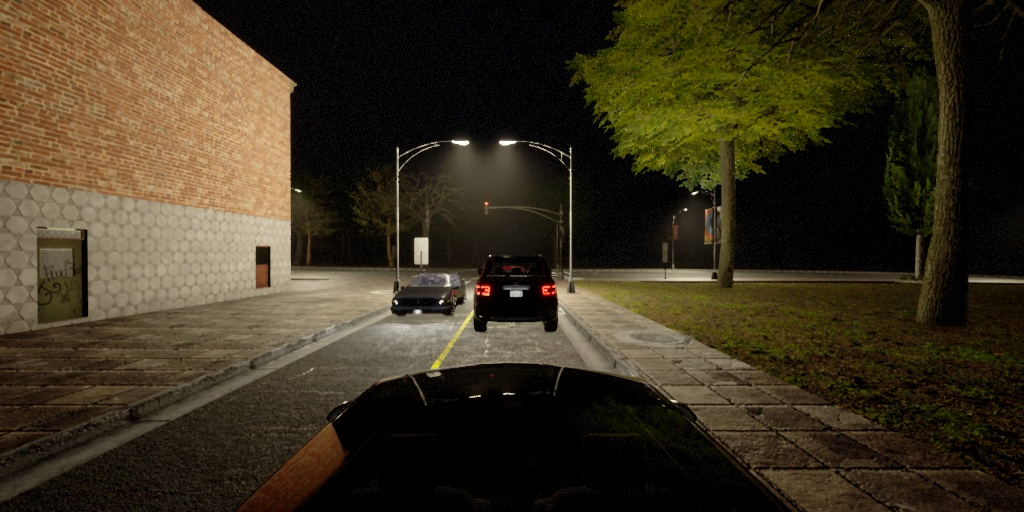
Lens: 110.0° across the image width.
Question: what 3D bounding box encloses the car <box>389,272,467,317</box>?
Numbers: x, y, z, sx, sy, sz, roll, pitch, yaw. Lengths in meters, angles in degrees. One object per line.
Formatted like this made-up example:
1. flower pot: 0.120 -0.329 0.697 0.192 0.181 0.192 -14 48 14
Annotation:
1. car: -2.838 1.308 13.453 2.033 1.411 5.357 0 0 0

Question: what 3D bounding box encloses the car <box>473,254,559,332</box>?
1. car: 0.088 0.978 11.002 2.150 2.045 5.566 0 0 0
